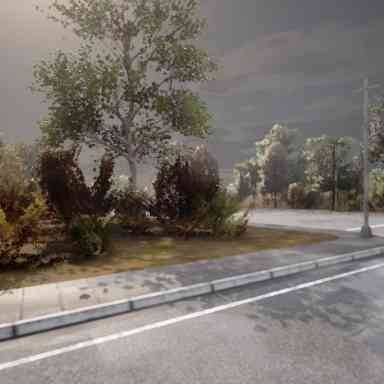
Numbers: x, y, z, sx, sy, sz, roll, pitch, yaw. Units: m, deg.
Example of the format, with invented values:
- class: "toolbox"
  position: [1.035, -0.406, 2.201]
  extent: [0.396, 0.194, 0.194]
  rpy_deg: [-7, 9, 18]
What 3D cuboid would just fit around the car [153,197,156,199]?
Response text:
- class: "car"
  position: [-5.915, 1.817, 53.105]
  extent: [5.566, 2.045, 2.150]
  rpy_deg: [-2, -1, 40]
